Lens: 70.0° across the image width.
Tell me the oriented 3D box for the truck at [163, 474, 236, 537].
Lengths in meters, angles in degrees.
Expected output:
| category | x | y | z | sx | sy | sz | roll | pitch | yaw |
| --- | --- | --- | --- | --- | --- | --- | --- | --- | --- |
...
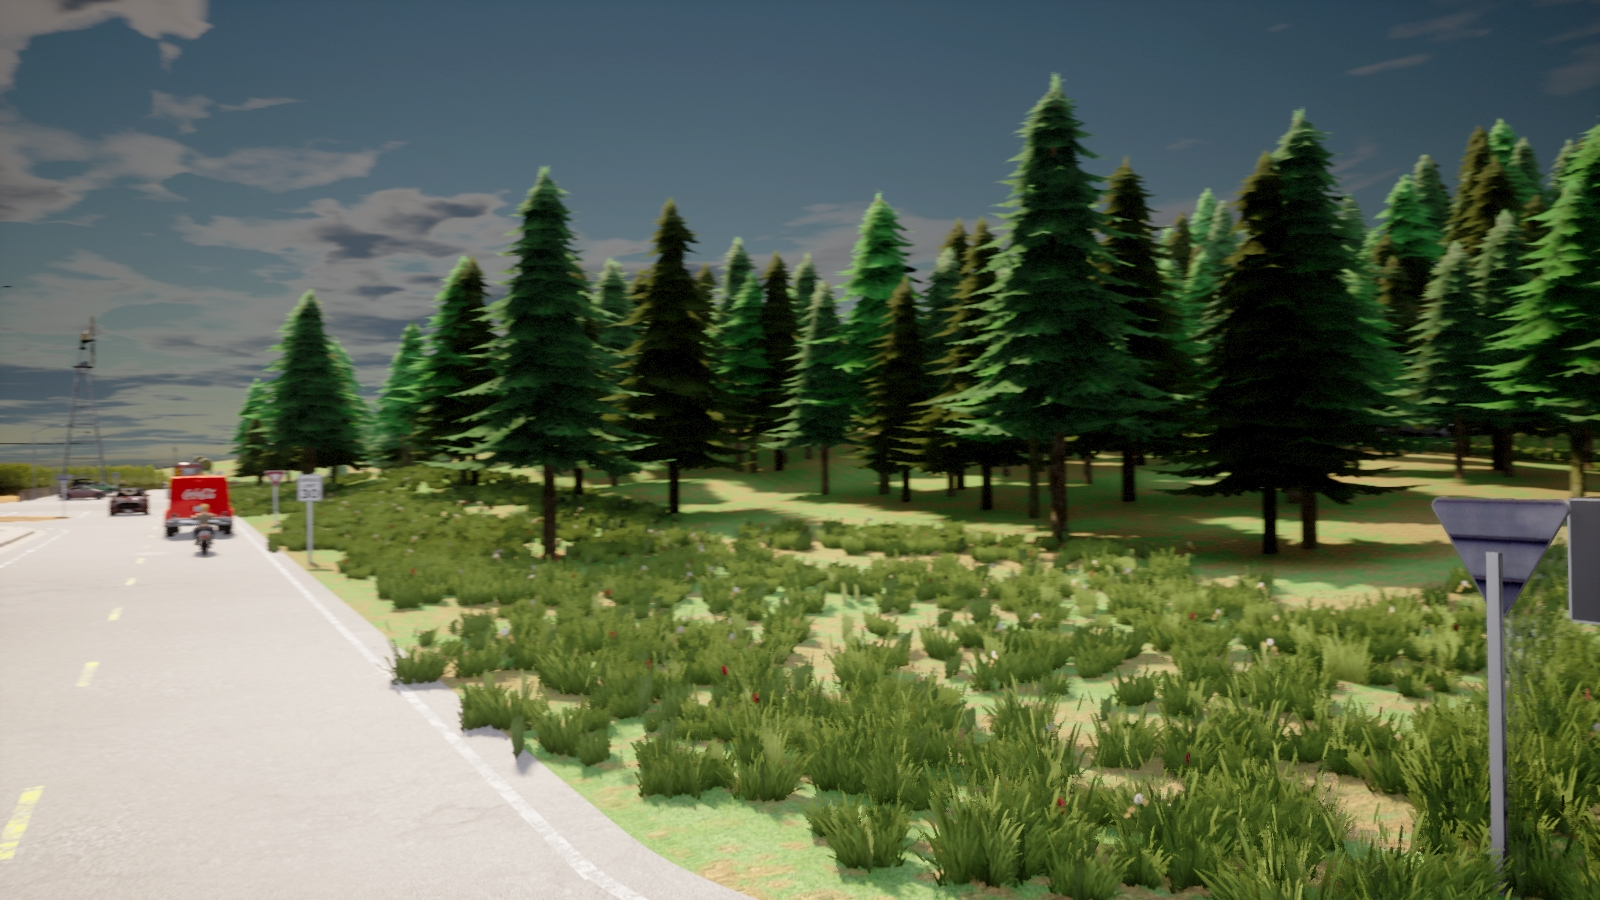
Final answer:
| category | x | y | z | sx | sy | sz | roll | pitch | yaw |
| --- | --- | --- | --- | --- | --- | --- | --- | --- | --- |
| truck | -25.805 | 2.314 | 49.047 | 2.627 | 2.467 | 5.204 | 0 | -1 | -28 |
